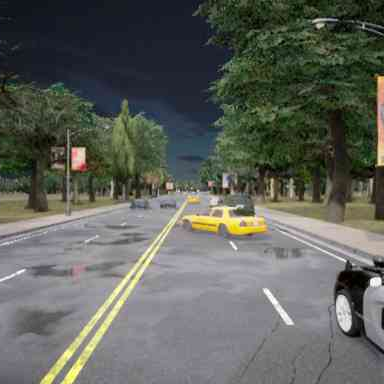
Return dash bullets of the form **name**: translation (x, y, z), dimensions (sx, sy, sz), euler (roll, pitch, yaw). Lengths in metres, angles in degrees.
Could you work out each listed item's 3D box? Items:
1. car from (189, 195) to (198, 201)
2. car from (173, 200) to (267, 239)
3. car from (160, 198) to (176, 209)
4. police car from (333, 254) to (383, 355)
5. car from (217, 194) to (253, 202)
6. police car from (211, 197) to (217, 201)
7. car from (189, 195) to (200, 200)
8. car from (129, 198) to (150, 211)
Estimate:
- **car**: translation (0.359, 1.384, 79.116), dimensions (2.128, 1.511, 4.902), euler (0, 0, 0)
- **car**: translation (1.400, 1.437, 17.379), dimensions (1.801, 1.575, 5.366), euler (0, 0, -36)
- **car**: translation (-3.070, 1.508, 43.555), dimensions (1.994, 1.385, 4.181), euler (0, 0, 0)
- **police car**: translation (3.280, 1.422, 3.702), dimensions (1.930, 1.638, 5.238), euler (0, 0, 0)
- **car**: translation (3.434, 1.192, 25.633), dimensions (2.150, 2.045, 5.566), euler (0, 0, 0)
- **police car**: translation (3.493, 1.461, 36.609), dimensions (2.038, 1.542, 4.974), euler (0, 0, 0)
- **car**: translation (0.385, 1.383, 62.196), dimensions (1.882, 1.535, 5.008), euler (0, 0, 1)
- **car**: translation (-6.336, 1.496, 40.941), dimensions (2.033, 1.411, 5.357), euler (0, 0, 0)
